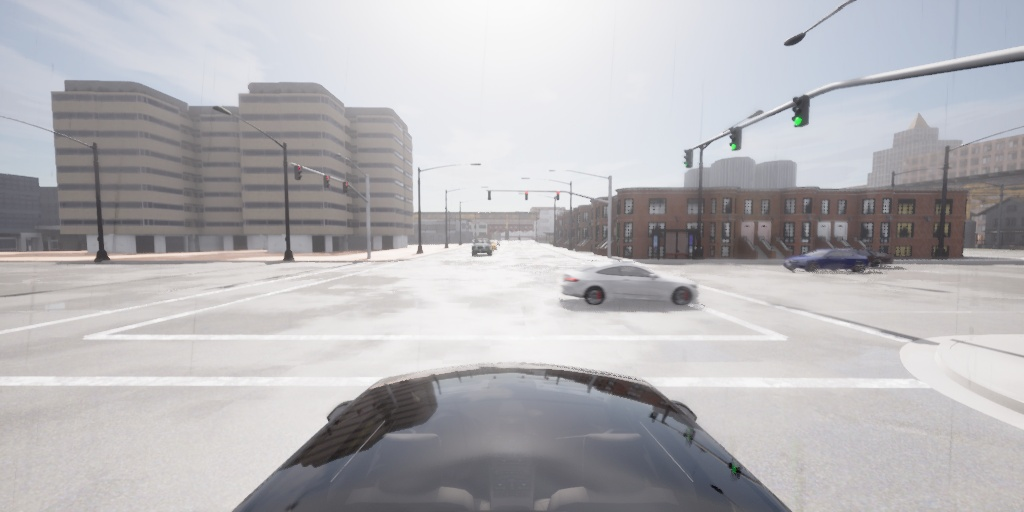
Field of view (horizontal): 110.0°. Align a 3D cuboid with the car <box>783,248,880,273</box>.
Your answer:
[{"bbox_3d":[20.110,0.296,22.968,4.674,1.442,1.812,0,3,0],"label":"car"}]

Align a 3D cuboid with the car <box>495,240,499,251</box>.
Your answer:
[{"bbox_3d":[-3.544,-1.718,59.191,1.882,1.535,5.008,0,3,0],"label":"car"}]

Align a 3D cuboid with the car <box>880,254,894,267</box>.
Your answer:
[{"bbox_3d":[24.757,0.127,26.454,5.357,1.411,2.033,0,3,0],"label":"car"}]

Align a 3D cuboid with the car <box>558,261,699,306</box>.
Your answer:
[{"bbox_3d":[3.972,0.921,12.469,4.674,1.442,1.812,1,3,0],"label":"car"}]

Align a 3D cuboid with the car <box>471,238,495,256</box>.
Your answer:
[{"bbox_3d":[-3.569,-1.092,42.936,2.150,2.045,5.566,0,3,0],"label":"car"}]
